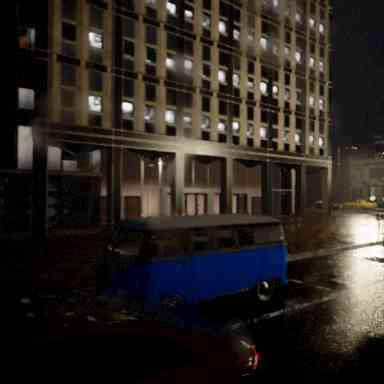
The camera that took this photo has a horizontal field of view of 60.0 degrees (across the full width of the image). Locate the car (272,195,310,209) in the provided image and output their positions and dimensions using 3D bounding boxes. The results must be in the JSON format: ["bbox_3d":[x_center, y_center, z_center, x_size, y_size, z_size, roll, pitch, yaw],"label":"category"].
[{"bbox_3d":[14.114,1.417,47.709,2.192,1.841,5.009,1,0,-35],"label":"car"}]

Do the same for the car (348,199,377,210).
[{"bbox_3d":[24.056,1.746,48.062,1.752,1.417,4.829,1,0,-35],"label":"car"}]

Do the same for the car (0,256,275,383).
[{"bbox_3d":[-1.372,1.565,2.399,4.181,1.385,1.994,0,0,-36],"label":"car"}]

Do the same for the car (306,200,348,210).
[{"bbox_3d":[17.261,1.675,43.154,2.008,1.369,4.403,1,0,-35],"label":"car"}]

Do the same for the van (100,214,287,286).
[{"bbox_3d":[0.136,1.367,6.657,3.998,1.788,1.690,0,0,-36],"label":"van"}]

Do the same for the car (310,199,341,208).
[{"bbox_3d":[21.001,1.781,52.475,1.802,1.307,4.206,1,0,-35],"label":"car"}]
